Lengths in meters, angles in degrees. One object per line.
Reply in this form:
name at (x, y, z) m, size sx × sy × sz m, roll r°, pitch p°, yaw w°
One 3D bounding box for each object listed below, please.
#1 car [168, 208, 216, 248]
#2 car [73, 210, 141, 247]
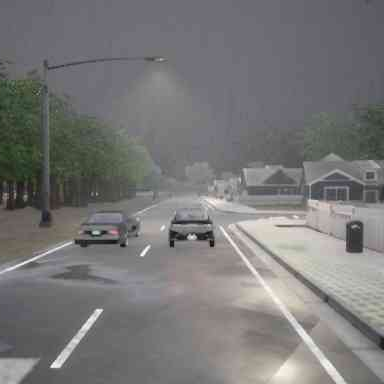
car at (0.001, 1.448, 14.645) m, size 2.128 × 1.511 × 4.902 m, roll 0°, pitch 0°, yaw 0°
car at (-3.500, 1.516, 14.646) m, size 2.033 × 1.411 × 5.357 m, roll 0°, pitch 0°, yaw 0°
